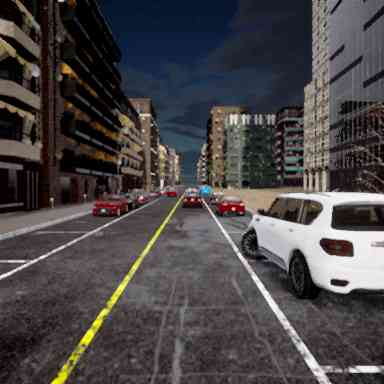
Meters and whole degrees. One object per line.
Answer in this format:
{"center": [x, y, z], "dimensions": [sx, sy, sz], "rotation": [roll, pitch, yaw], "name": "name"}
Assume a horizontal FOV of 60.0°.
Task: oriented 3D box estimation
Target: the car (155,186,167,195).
{"center": [-5.761, -0.273, 62.601], "dimensions": [1.967, 1.590, 4.097], "rotation": [1, 2, 0], "name": "car"}

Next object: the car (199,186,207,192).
{"center": [2.724, -0.767, 84.885], "dimensions": [2.008, 1.369, 4.403], "rotation": [1, 2, 0], "name": "car"}

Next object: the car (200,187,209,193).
{"center": [2.691, -0.490, 74.458], "dimensions": [1.887, 1.381, 4.507], "rotation": [1, 2, 0], "name": "car"}

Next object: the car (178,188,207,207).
{"center": [0.057, 0.672, 31.855], "dimensions": [2.033, 1.411, 5.357], "rotation": [0, 2, 0], "name": "car"}

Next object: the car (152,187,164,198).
{"center": [-5.745, 0.172, 51.469], "dimensions": [1.802, 1.307, 4.206], "rotation": [1, 2, 0], "name": "car"}

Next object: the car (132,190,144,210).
{"center": [-5.716, 0.762, 29.198], "dimensions": [1.947, 1.339, 4.313], "rotation": [1, 2, 0], "name": "car"}

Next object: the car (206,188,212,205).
{"center": [2.657, 0.596, 34.775], "dimensions": [2.008, 1.369, 4.403], "rotation": [1, 2, 0], "name": "car"}

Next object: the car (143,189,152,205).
{"center": [-5.722, 0.485, 34.762], "dimensions": [1.967, 1.590, 4.097], "rotation": [1, 2, 0], "name": "car"}

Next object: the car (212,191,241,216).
{"center": [2.671, 0.894, 23.639], "dimensions": [1.887, 1.381, 4.507], "rotation": [1, 2, 0], "name": "car"}

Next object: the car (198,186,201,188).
{"center": [0.021, 0.170, 49.483], "dimensions": [1.812, 1.442, 4.674], "rotation": [0, 2, 0], "name": "car"}

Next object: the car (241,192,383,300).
{"center": [2.965, 0.999, 8.010], "dimensions": [2.150, 2.045, 5.566], "rotation": [0, 2, -5], "name": "car"}

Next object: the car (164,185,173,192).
{"center": [-5.911, -0.818, 82.636], "dimensions": [1.967, 1.590, 4.097], "rotation": [1, 2, 0], "name": "car"}

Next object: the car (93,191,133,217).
{"center": [-5.709, 0.893, 23.630], "dimensions": [1.887, 1.381, 4.507], "rotation": [1, 2, 0], "name": "car"}

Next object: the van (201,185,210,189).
{"center": [2.648, -0.464, 65.995], "dimensions": [1.690, 1.788, 3.998], "rotation": [1, 2, 0], "name": "van"}

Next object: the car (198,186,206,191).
{"center": [2.716, -0.918, 90.453], "dimensions": [2.008, 1.369, 4.403], "rotation": [1, 2, 0], "name": "car"}

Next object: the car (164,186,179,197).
{"center": [-3.107, 0.143, 53.201], "dimensions": [1.895, 1.301, 4.718], "rotation": [0, 2, 0], "name": "car"}

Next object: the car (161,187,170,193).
{"center": [-5.852, -0.434, 73.739], "dimensions": [1.802, 1.307, 4.206], "rotation": [1, 2, 0], "name": "car"}
